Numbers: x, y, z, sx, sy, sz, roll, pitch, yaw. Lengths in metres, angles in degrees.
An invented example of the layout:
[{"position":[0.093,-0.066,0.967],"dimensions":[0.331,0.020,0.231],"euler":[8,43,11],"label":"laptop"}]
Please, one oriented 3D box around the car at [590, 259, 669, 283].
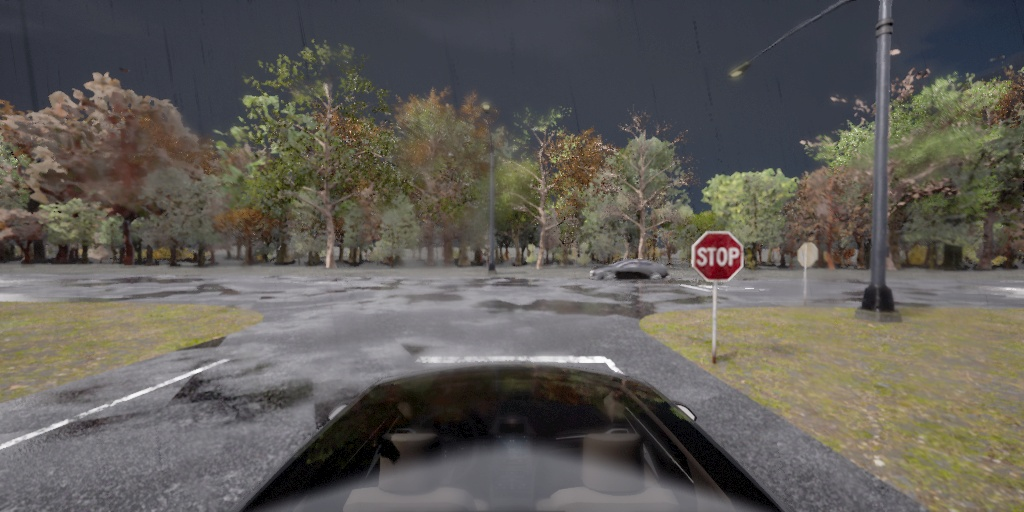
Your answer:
[{"position":[7.592,0.962,23.268],"dimensions":[4.902,1.511,2.128],"euler":[0,1,0],"label":"car"}]
